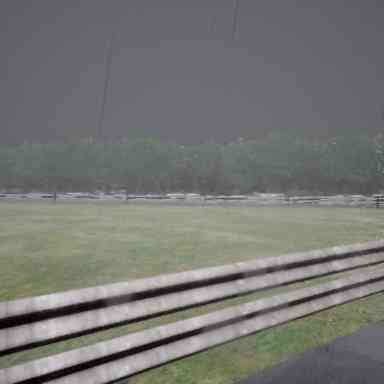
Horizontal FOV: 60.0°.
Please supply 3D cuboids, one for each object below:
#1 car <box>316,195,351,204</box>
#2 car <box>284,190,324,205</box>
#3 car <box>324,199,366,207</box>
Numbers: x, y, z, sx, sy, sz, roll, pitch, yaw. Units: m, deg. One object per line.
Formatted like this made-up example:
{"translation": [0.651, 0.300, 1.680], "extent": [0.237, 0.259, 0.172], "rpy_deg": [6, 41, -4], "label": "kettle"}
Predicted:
{"translation": [21.946, 1.194, 51.798], "extent": [4.718, 1.301, 1.895], "rpy_deg": [0, 1, 8], "label": "car"}
{"translation": [16.491, 0.740, 49.043], "extent": [5.566, 2.045, 2.150], "rpy_deg": [1, 0, 8], "label": "car"}
{"translation": [20.917, 1.219, 44.853], "extent": [4.718, 1.301, 1.895], "rpy_deg": [1, 0, 8], "label": "car"}
